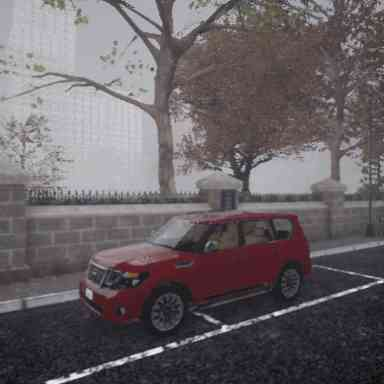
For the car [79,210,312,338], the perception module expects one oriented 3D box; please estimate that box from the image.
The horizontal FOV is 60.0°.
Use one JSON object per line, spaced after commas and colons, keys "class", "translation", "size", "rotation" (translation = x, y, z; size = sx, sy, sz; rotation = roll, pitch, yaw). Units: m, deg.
{"class": "car", "translation": [0.390, 1.346, 6.838], "size": [5.009, 1.841, 2.192], "rotation": [1, 0, -35]}
